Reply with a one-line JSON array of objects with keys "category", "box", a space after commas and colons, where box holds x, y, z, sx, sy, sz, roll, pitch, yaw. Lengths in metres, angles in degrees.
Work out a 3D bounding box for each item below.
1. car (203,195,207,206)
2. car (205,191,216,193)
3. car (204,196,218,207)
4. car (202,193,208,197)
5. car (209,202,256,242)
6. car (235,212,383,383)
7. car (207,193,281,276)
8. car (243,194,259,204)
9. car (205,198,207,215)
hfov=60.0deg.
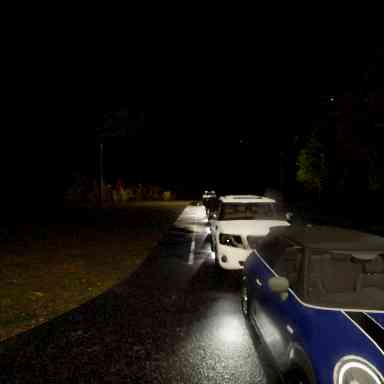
[{"category": "car", "box": [2.179, 1.321, 29.325, 1.882, 1.535, 5.008, 0, 0, 1]}, {"category": "car", "box": [2.874, 0.938, 54.421, 2.150, 2.045, 5.566, 0, 0, 2]}, {"category": "car", "box": [2.682, 1.314, 47.988, 1.994, 1.385, 4.181, 0, 0, 3]}, {"category": "car", "box": [2.491, 1.274, 41.580, 2.128, 1.511, 4.902, 0, 0, 2]}, {"category": "car", "box": [1.876, 1.384, 16.825, 1.882, 1.535, 5.008, 0, 0, 1]}, {"category": "car", "box": [1.940, 1.338, 4.138, 2.097, 1.767, 4.553, 0, 0, 0]}, {"category": "car", "box": [1.733, 1.160, 10.485, 2.150, 2.045, 5.566, 0, 0, 1]}, {"category": "car", "box": [9.828, 1.188, 55.867, 1.882, 1.535, 5.008, 0, 0, 1]}, {"category": "car", "box": [2.028, 1.380, 23.072, 1.837, 1.490, 4.892, 0, 0, 1]}]
